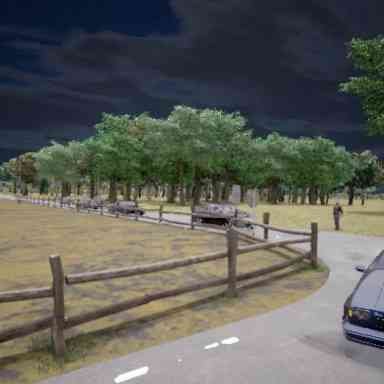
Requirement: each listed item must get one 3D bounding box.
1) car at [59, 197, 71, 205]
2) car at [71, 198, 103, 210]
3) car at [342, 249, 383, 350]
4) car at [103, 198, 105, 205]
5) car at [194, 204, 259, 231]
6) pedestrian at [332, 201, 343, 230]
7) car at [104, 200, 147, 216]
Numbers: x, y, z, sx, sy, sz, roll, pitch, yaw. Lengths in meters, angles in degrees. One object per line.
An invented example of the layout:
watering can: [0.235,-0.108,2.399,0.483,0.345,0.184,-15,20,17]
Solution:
car: [-22.817,1.615,60.593,2.033,1.411,5.357,2,-1,-35]
car: [-13.403,1.528,42.332,1.837,1.490,4.892,2,-1,-35]
car: [4.332,1.577,6.091,2.033,1.411,5.357,0,0,37]
car: [-13.539,1.593,47.564,2.128,1.511,4.902,2,-1,-35]
car: [2.011,1.525,20.582,2.128,1.511,4.902,2,-1,-35]
pedestrian: [9.122,1.463,20.934,0.375,1.860,0.375,2,-1,-35]
car: [-6.332,1.576,32.336,2.033,1.411,5.357,2,-1,-36]
